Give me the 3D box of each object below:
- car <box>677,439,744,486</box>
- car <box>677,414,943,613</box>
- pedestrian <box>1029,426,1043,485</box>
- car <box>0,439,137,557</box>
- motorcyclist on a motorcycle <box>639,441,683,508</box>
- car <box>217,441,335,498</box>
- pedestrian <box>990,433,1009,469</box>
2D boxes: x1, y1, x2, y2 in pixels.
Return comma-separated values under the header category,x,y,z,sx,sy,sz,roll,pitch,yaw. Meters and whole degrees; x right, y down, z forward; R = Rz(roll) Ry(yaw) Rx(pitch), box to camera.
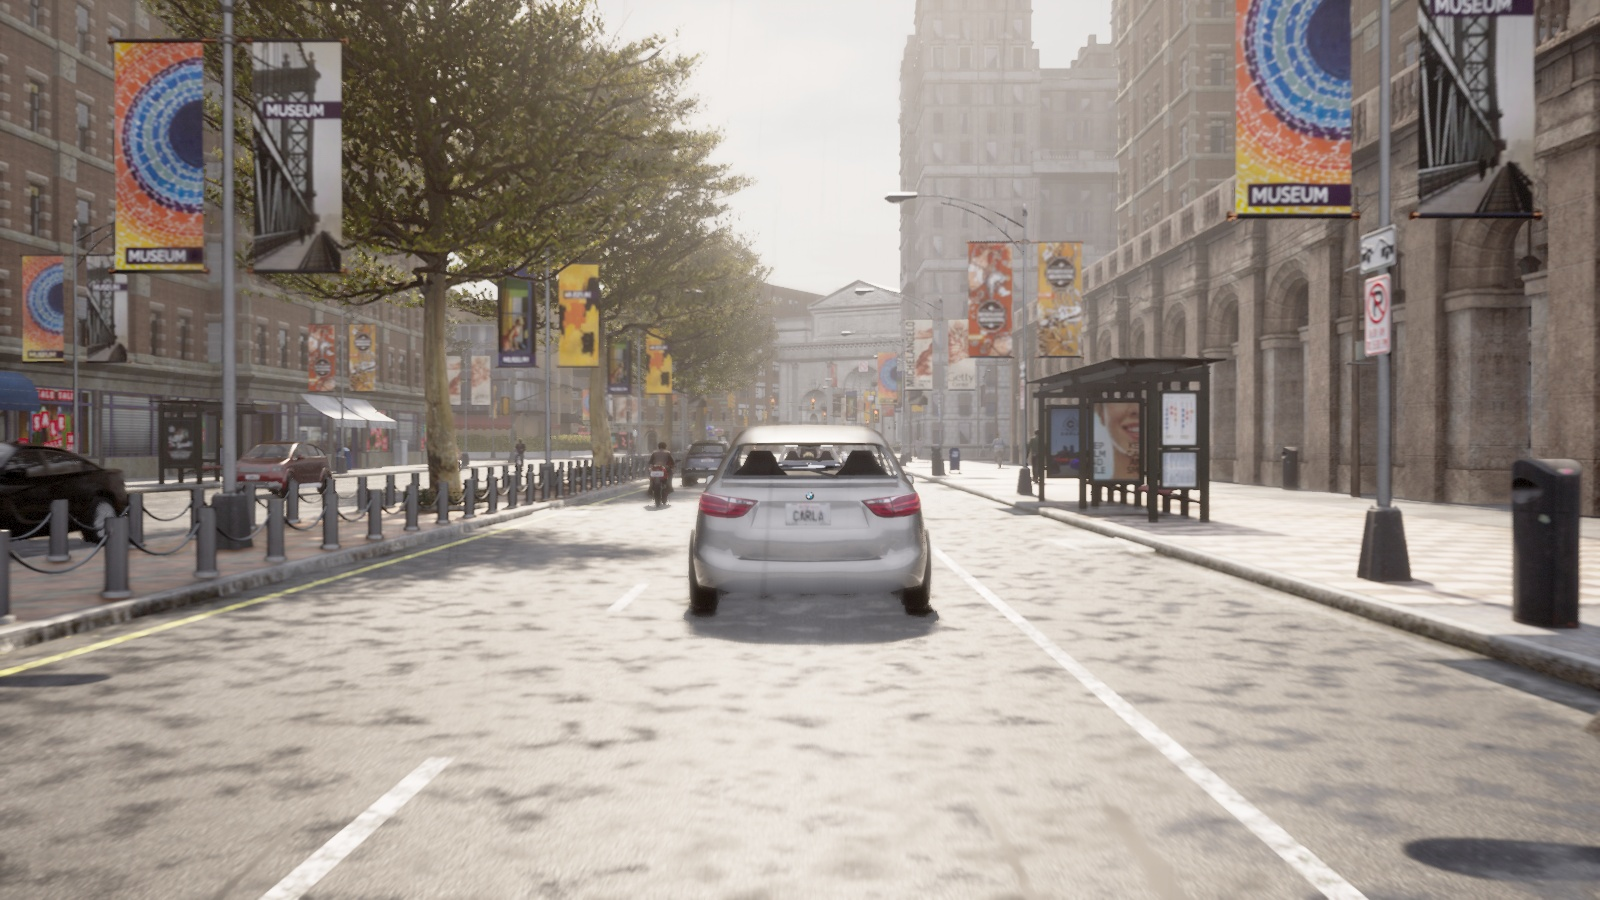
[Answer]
category,x,y,z,sx,sy,sz,roll,pitch,yaw
car,-3.192,0.417,45.636,2.033,1.649,4.856,0,0,0
car,0.098,0.518,12.858,2.242,1.667,4.611,0,0,0
pedestrian,7.851,0.175,41.754,0.423,1.949,0.788,0,0,12
car,-11.375,0.617,17.244,1.882,1.535,5.008,0,0,0
motorcyclist on a motorcycle,-3.293,0.558,29.848,0.797,1.523,2.044,0,0,0
car,-14.757,0.512,35.570,1.789,1.549,3.705,0,0,0
pedestrian,10.480,0.040,65.995,0.874,1.855,0.900,0,0,0
